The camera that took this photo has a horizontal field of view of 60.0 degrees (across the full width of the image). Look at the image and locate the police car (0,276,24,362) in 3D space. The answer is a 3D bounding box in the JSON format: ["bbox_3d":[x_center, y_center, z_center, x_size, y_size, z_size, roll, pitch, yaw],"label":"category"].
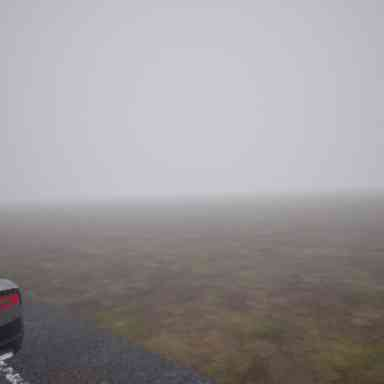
[{"bbox_3d":[-4.428,1.467,5.084,5.238,1.638,1.930,-1,1,41],"label":"police car"}]
